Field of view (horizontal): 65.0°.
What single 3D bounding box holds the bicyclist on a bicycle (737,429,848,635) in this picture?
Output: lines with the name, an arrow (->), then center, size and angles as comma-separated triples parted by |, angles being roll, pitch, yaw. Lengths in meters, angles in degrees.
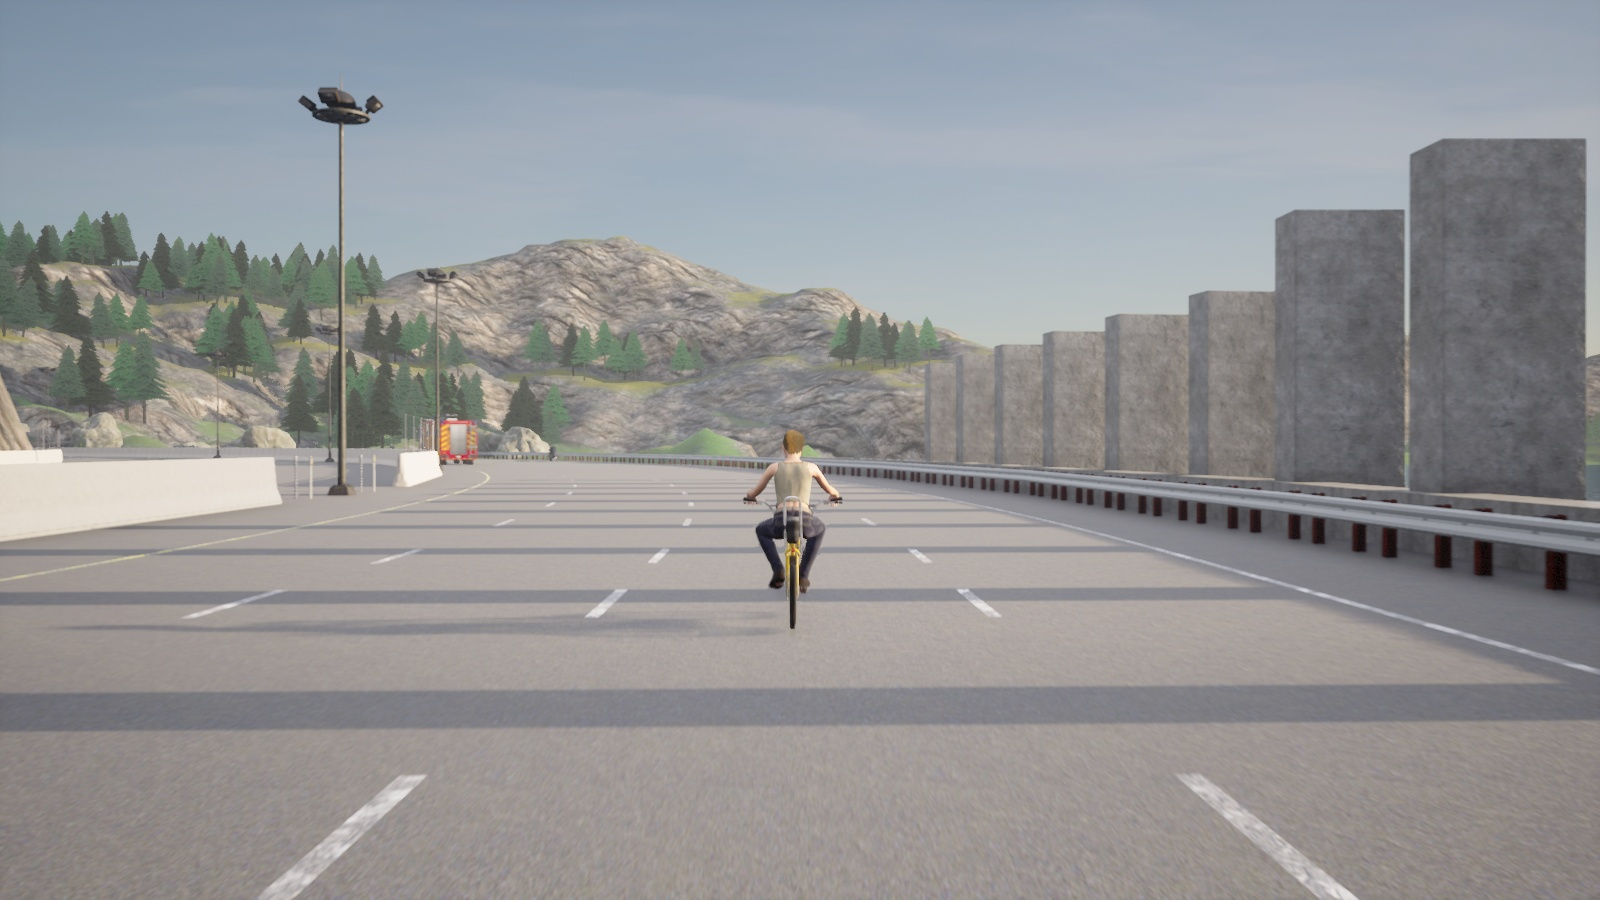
bicyclist on a bicycle -> -0.061, 0.640, 10.570 | 0.866, 1.612, 1.509 | 0, 0, 0
